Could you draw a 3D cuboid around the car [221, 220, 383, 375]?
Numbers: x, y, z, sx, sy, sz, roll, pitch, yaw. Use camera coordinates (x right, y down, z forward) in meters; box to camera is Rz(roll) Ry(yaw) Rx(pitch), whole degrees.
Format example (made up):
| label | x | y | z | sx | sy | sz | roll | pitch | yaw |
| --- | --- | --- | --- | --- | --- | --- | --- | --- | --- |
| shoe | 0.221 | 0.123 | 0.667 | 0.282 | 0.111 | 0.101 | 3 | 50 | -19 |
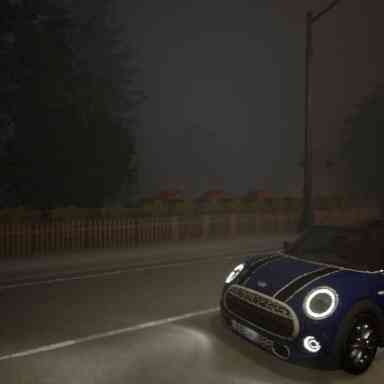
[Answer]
| label | x | y | z | sx | sy | sz | roll | pitch | yaw |
| --- | --- | --- | --- | --- | --- | --- | --- | --- | --- |
| car | 2.695 | 1.302 | 5.602 | 4.553 | 1.767 | 2.097 | 0 | 1 | -32 |
